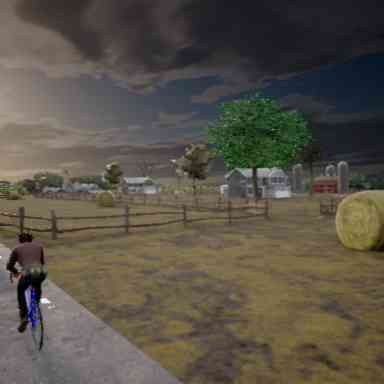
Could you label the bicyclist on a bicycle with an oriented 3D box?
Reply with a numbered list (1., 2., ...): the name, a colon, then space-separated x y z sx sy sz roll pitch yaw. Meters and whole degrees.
1. bicyclist on a bicycle: -2.532 1.452 5.153 0.582 1.620 1.656 -1 0 -38
